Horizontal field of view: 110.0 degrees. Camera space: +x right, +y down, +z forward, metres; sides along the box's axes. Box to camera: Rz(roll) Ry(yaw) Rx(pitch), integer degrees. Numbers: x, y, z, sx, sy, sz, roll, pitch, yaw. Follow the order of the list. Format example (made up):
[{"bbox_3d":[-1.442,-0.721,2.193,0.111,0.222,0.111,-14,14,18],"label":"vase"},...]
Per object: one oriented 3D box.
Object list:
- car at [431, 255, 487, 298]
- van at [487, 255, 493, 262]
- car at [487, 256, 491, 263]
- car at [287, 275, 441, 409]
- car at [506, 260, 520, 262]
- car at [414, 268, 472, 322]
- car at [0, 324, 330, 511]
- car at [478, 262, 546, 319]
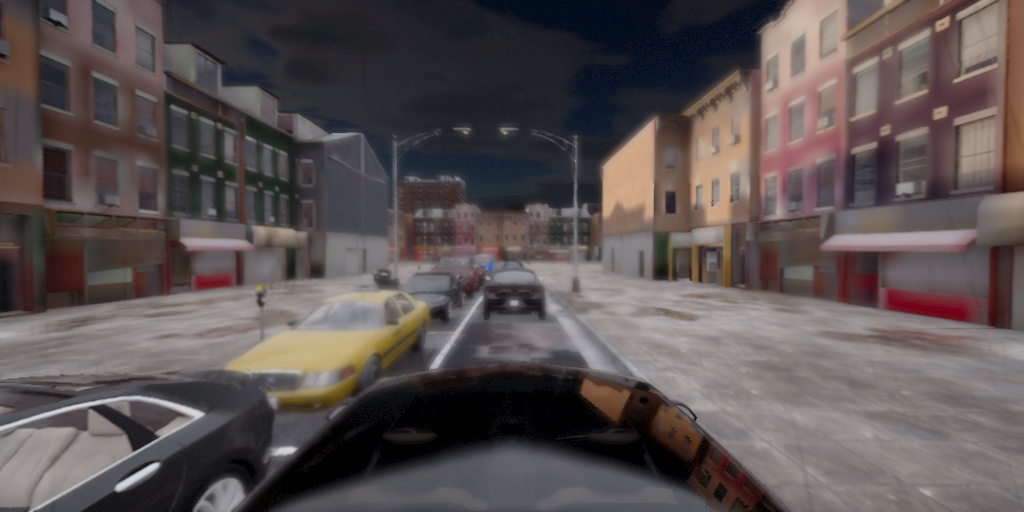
[{"bbox_3d":[-2.635,0.912,17.252,2.192,1.841,5.009,0,0,0],"label":"car"},{"bbox_3d":[-2.632,0.784,33.532,1.690,1.789,3.998,0,0,0],"label":"van"},{"bbox_3d":[-2.634,0.985,22.679,1.967,1.591,4.097,0,0,0],"label":"car"},{"bbox_3d":[-2.636,1.229,6.229,1.751,1.417,4.829,0,0,0],"label":"car"},{"bbox_3d":[0.093,1.045,29.492,1.994,1.385,4.181,0,1,0],"label":"car"},{"bbox_3d":[-2.636,1.216,11.826,1.948,1.339,4.313,0,0,0],"label":"car"},{"bbox_3d":[-2.637,1.308,0.972,2.007,1.370,4.403,0,0,0],"label":"car"},{"bbox_3d":[0.085,1.123,12.364,1.882,1.535,5.008,0,1,0],"label":"car"}]
